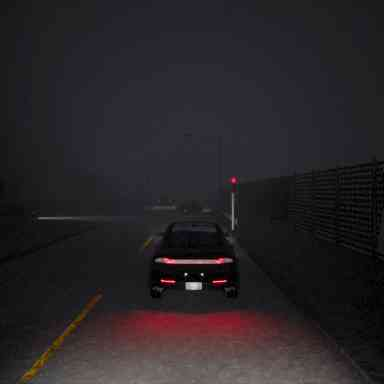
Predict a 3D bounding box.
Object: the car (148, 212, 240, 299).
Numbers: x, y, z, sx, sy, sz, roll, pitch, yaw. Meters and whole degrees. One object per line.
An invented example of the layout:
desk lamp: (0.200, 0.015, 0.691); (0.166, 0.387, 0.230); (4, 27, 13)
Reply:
car: (0.057, 1.491, 8.462); (2.128, 1.511, 4.902); (0, 0, 1)

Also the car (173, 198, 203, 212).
car: (-0.142, 1.600, 36.185); (1.895, 1.301, 4.718); (0, 0, 16)

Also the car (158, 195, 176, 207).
car: (-4.040, 1.351, 51.301); (2.097, 1.767, 4.553); (0, 0, 0)

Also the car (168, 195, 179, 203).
car: (-3.923, 1.477, 71.103); (1.882, 1.535, 5.008); (0, 0, 0)

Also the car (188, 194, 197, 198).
car: (0.170, 1.600, 65.369); (1.895, 1.301, 4.718); (0, 0, 0)

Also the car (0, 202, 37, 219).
car: (-15.449, 1.563, 28.156); (4.181, 1.385, 1.994); (0, 0, 0)

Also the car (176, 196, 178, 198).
car: (-4.002, 1.600, 60.668); (1.895, 1.301, 4.718); (0, 0, 0)
